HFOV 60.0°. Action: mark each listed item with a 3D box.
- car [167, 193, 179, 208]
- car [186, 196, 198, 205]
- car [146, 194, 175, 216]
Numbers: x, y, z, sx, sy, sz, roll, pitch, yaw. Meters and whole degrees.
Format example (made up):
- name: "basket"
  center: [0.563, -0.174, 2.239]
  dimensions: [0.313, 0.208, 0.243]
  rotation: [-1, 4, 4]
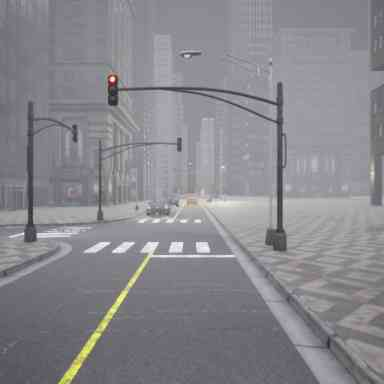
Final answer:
- name: "car"
  center: [-3.089, 1.218, 50.042]
  dimensions: [2.150, 2.045, 5.566]
  rotation: [0, 1, 0]
- name: "car"
  center: [0.007, 1.489, 57.641]
  dimensions: [1.882, 1.535, 5.008]
  rotation: [0, 0, 0]
- name: "car"
  center: [-3.096, 1.352, 31.799]
  dimensions: [2.097, 1.767, 4.553]
  rotation: [0, 0, 0]
